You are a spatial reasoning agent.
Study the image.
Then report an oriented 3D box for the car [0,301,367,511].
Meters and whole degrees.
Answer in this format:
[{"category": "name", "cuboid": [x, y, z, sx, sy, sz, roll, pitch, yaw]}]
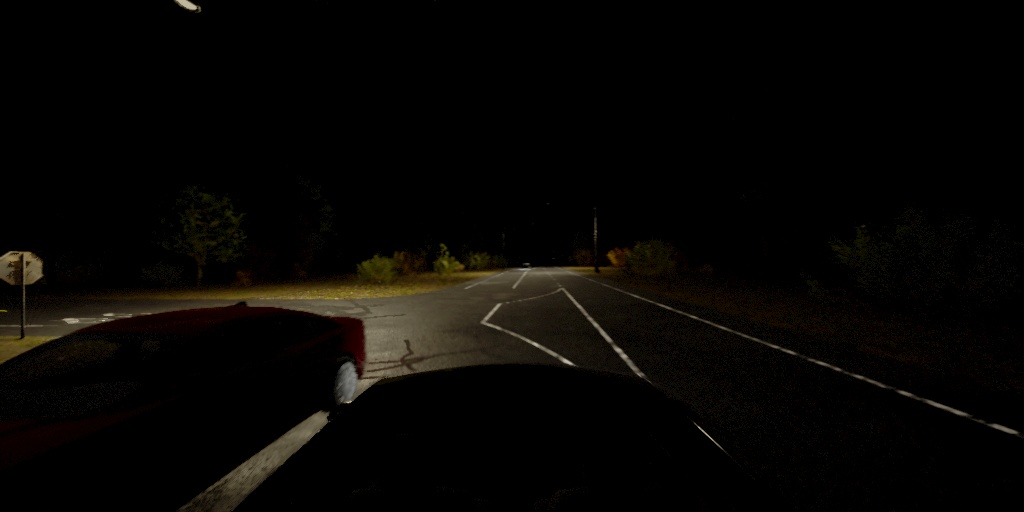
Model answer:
[{"category": "car", "cuboid": [-3.256, 1.292, 3.427, 1.882, 1.535, 5.008, -1, -1, 4]}]
